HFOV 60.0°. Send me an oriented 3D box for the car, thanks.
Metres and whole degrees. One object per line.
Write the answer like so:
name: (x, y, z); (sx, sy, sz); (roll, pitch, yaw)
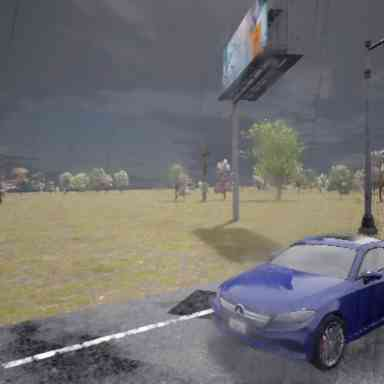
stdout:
car: (2.492, 1.521, 5.809); (4.674, 1.442, 1.812); (0, 0, -36)
